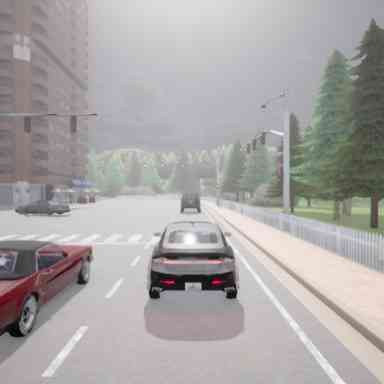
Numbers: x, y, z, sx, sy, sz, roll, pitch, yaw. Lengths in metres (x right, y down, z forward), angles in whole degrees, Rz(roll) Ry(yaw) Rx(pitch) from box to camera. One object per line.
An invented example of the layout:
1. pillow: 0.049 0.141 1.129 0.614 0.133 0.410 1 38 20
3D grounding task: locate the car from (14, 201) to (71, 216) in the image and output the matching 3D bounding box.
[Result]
1. car: -14.520 1.566 32.339 5.357 1.411 2.033 0 0 17

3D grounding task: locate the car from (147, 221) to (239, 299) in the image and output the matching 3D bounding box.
1. car: 0.021 1.484 8.398 2.128 1.511 4.902 0 0 0

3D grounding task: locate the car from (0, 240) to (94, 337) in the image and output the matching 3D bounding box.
1. car: -3.452 1.595 6.548 1.895 1.301 4.718 0 0 0

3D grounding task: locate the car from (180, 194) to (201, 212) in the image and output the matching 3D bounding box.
1. car: -0.157 1.195 38.178 2.150 2.045 5.566 0 0 0
